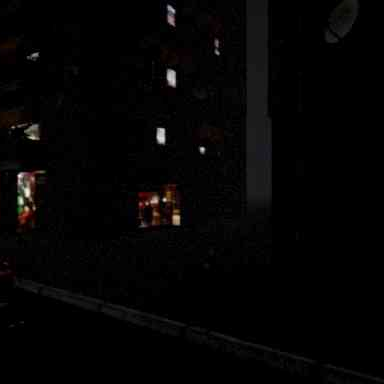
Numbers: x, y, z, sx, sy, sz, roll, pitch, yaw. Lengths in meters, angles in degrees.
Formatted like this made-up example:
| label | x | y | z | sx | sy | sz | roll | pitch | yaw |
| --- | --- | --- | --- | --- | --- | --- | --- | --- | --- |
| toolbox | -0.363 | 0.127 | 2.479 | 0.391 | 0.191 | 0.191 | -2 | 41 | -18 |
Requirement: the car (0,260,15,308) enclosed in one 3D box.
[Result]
| label | x | y | z | sx | sy | sz | roll | pitch | yaw |
| --- | --- | --- | --- | --- | --- | --- | --- | --- | --- |
| car | -5.343 | 1.605 | 6.673 | 4.507 | 1.381 | 1.887 | -1 | 0 | 35 |
